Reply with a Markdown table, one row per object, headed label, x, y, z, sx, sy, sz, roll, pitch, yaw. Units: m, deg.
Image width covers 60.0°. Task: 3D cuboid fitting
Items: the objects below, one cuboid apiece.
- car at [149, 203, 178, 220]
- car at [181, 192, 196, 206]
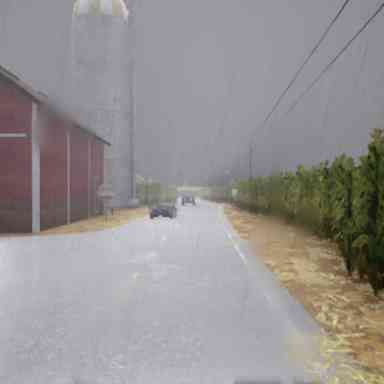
| label | x | y | z | sx | sy | sz | roll | pitch | yaw |
| --- | --- | --- | --- | --- | --- | --- | --- | --- | --- |
| car | -2.343 | 1.577 | 28.116 | 1.895 | 1.301 | 4.718 | 0 | 0 | 3 |
| car | -0.562 | 1.073 | 53.706 | 2.150 | 2.045 | 5.566 | 0 | 0 | 1 |
